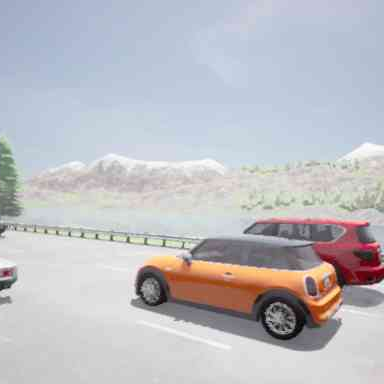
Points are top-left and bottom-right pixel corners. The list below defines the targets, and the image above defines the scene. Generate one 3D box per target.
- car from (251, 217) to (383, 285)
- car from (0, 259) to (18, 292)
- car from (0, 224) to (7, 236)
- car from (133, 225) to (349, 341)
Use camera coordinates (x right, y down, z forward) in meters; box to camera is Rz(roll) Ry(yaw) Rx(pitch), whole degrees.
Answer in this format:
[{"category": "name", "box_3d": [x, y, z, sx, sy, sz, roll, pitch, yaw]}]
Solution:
[{"category": "car", "box_3d": [2.802, 1.806, 10.421, 5.566, 2.045, 2.150, 0, -3, 35]}, {"category": "car", "box_3d": [-6.465, 1.863, 8.388, 4.718, 1.301, 1.895, -1, -3, 35]}, {"category": "car", "box_3d": [-14.728, 2.349, 22.723, 4.718, 1.301, 1.895, -1, -3, 35]}, {"category": "car", "box_3d": [0.815, 1.748, 7.540, 4.553, 1.767, 2.097, -1, -3, 35]}]
